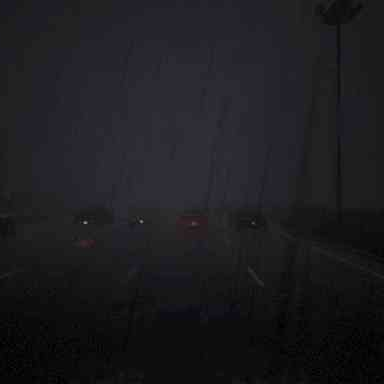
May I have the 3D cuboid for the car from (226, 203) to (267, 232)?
[{"bbox_3d":[3.606,1.710,21.999,1.882,1.535,5.008,0,0,0],"label":"car"}]

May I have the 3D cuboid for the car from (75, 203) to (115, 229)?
[{"bbox_3d":[-6.895,1.759,23.979,1.837,1.490,4.892,0,0,0],"label":"car"}]

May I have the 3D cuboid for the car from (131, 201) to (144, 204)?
[{"bbox_3d":[-6.891,1.925,42.467,1.882,1.535,5.008,0,0,0],"label":"car"}]

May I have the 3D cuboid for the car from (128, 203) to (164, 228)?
[{"bbox_3d":[-3.394,1.786,24.665,1.812,1.442,4.674,0,0,0],"label":"car"}]

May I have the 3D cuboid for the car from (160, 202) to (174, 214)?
[{"bbox_3d":[-3.402,1.968,42.019,1.812,1.442,4.674,0,0,0],"label":"car"}]

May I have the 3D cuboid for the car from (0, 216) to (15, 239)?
[{"bbox_3d":[-10.396,1.519,15.711,2.097,1.767,4.553,0,-1,0],"label":"car"}]

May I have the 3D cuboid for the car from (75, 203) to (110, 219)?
[{"bbox_3d":[-10.392,1.920,35.217,2.033,1.411,5.357,0,-1,0],"label":"car"}]

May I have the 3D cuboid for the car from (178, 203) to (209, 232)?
[{"bbox_3d":[0.106,1.709,21.883,1.882,1.535,5.008,0,-1,0],"label":"car"}]

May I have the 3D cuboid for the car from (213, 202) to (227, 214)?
[{"bbox_3d":[3.609,1.923,40.875,2.128,1.511,4.902,0,-1,0],"label":"car"}]
